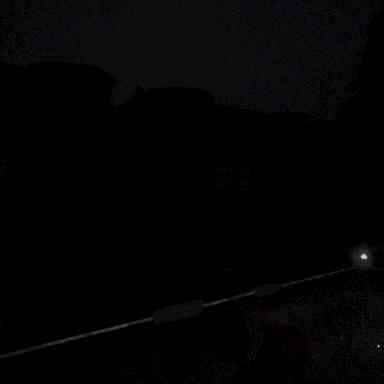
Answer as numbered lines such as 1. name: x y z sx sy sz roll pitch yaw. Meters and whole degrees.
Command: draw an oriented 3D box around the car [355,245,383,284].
1. car: 6.152 1.584 8.381 4.718 1.301 1.895 0 0 -35
